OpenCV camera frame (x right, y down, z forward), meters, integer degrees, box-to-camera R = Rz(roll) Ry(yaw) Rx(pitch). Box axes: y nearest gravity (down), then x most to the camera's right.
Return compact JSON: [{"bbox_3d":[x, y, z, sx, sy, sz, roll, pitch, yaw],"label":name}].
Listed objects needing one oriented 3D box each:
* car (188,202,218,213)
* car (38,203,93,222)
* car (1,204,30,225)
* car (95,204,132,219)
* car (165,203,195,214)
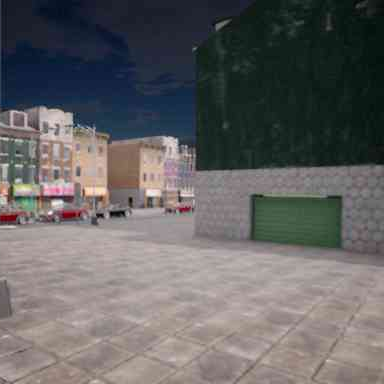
[{"bbox_3d":[1.552,2.074,46.358,2.008,1.369,4.403,0,-1,35],"label":"car"},{"bbox_3d":[-11.063,1.708,28.657,1.967,1.590,4.097,0,-1,35],"label":"car"},{"bbox_3d":[-14.217,1.647,24.232,1.967,1.590,4.097,0,-1,35],"label":"car"},{"bbox_3d":[-7.910,1.896,33.081,1.947,1.339,4.313,0,-1,35],"label":"car"},{"bbox_3d":[-1.602,2.003,41.933,1.887,1.381,4.507,0,-1,35],"label":"car"}]
